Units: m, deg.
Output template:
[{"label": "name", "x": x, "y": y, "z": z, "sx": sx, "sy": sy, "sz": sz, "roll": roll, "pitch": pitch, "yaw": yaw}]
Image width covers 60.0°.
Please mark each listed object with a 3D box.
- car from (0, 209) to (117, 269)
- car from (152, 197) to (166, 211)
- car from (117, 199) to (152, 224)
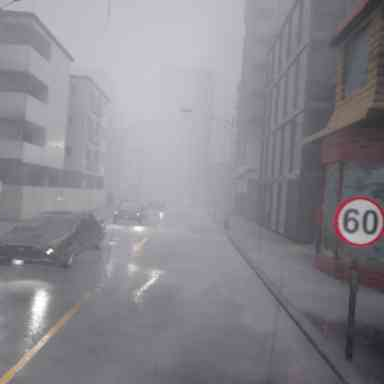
[{"label": "car", "x": -4.154, "y": 1.313, "z": 10.647, "sx": 2.033, "sy": 1.411, "sz": 5.357, "roll": 4, "pitch": 0, "yaw": 0}, {"label": "car", "x": -4.062, "y": 1.373, "z": 38.996, "sx": 1.882, "sy": 1.535, "sz": 5.008, "roll": 4, "pitch": 0, "yaw": 0}, {"label": "car", "x": -4.150, "y": 1.342, "z": 23.165, "sx": 1.812, "sy": 1.442, "sz": 4.674, "roll": 4, "pitch": 0, "yaw": -1}]
